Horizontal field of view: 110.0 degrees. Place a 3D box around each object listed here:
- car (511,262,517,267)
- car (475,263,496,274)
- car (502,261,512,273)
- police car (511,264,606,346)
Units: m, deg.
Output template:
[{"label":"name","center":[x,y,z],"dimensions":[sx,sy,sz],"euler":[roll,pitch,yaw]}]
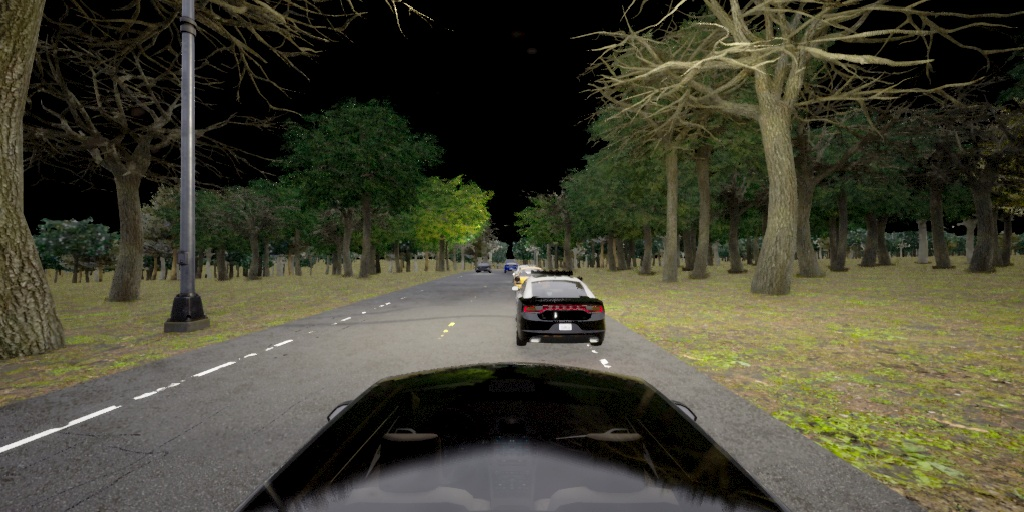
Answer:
[{"label":"car","center":[1.015,1.255,19.659],"dimensions":[1.801,1.575,5.366],"euler":[0,0,0]},{"label":"car","center":[-3.588,1.537,45.994],"dimensions":[2.033,1.411,5.357],"euler":[0,-1,0]},{"label":"car","center":[-0.066,1.508,48.892],"dimensions":[1.882,1.535,5.008],"euler":[0,-1,0]},{"label":"police car","center":[1.036,1.186,9.576],"dimensions":[1.930,1.638,5.238],"euler":[0,0,0]}]
